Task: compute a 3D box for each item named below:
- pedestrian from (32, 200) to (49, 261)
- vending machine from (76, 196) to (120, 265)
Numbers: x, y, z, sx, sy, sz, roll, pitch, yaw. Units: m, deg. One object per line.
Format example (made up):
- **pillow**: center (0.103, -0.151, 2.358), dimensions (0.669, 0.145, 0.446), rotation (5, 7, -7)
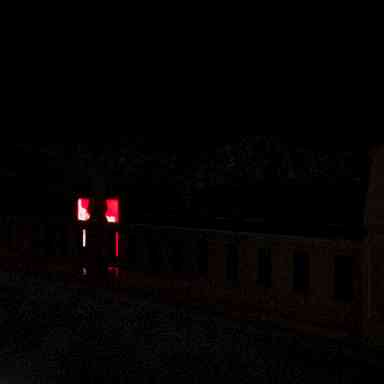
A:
- **pedestrian**: center (-4.643, 1.141, 10.127), dimensions (0.375, 1.860, 0.375), rotation (0, 0, 30)
- **vending machine**: center (-3.075, 1.195, 10.919), dimensions (0.880, 2.100, 1.100), rotation (0, 0, 30)
